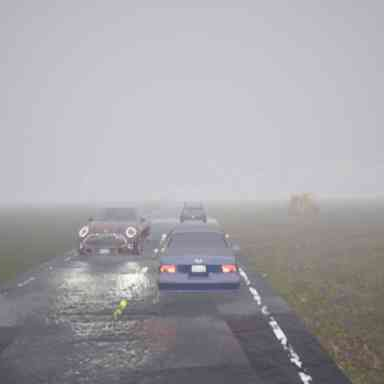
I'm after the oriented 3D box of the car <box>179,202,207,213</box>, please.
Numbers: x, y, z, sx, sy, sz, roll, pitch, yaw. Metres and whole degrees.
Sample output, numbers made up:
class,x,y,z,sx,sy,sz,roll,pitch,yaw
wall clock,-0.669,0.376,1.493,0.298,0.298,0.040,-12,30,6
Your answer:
class,x,y,z,sx,sy,sz,roll,pitch,yaw
car,0.100,1.461,24.426,2.128,1.511,4.902,0,0,0

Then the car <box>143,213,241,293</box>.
class,x,y,z,sx,sy,sz,roll,pitch,yaw
car,0.113,1.535,8.962,2.033,1.411,5.357,0,0,0

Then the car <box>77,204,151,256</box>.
class,x,y,z,sx,sy,sz,roll,pitch,yaw
car,-2.832,1.327,12.999,2.097,1.767,4.553,0,0,0
